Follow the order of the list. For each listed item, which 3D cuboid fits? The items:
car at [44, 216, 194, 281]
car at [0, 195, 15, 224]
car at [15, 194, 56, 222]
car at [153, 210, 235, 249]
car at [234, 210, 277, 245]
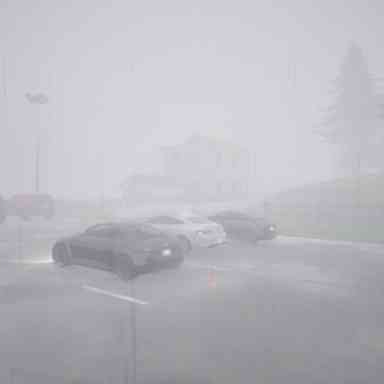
[{"bbox_3d":[-2.289,1.546,9.881,4.181,1.385,1.994,0,0,36],"label":"car"},{"bbox_3d":[-15.061,1.159,23.311,5.566,2.045,2.150,0,0,36],"label":"car"},{"bbox_3d":[-13.022,1.159,26.156,5.566,2.045,2.150,0,0,36],"label":"car"},{"bbox_3d":[-0.882,1.506,13.182,4.674,1.442,1.812,0,0,36],"label":"car"},{"bbox_3d":[1.807,1.547,15.555,4.181,1.385,1.994,0,0,36],"label":"car"}]
